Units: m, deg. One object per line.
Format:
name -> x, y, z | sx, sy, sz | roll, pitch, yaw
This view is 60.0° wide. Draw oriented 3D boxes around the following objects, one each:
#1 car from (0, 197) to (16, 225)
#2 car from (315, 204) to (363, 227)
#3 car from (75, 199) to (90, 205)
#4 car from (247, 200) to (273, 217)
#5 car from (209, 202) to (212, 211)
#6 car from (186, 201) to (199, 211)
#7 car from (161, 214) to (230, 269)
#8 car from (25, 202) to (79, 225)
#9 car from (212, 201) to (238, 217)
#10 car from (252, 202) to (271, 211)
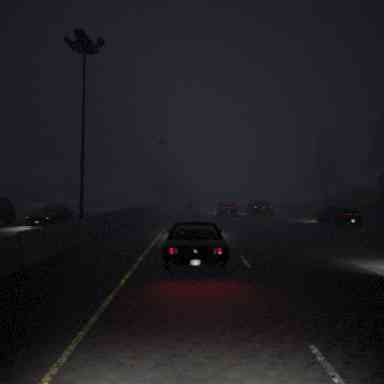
car -> -14.104, 1.340, 22.374 | 2.150, 2.045, 5.566 | 0, -1, 0
car -> 10.595, 1.646, 24.282 | 1.837, 1.490, 4.892 | 0, 0, 0
car -> -21.012, 1.940, 63.881 | 2.097, 1.767, 4.553 | 0, -2, 0
car -> 7.094, 1.629, 35.137 | 2.097, 1.767, 4.553 | 0, -1, 0
car -> 3.591, 2.001, 49.065 | 1.882, 1.535, 5.008 | 0, -1, 0
car -> 0.091, 2.091, 51.138 | 1.812, 1.442, 4.674 | 0, -1, 0
car -> 0.096, 1.637, 11.227 | 1.895, 1.301, 4.718 | 0, 0, 0
car -> -10.606, 1.698, 25.367 | 2.033, 1.411, 5.357 | 0, -1, 0
car -> 3.593, 1.761, 34.633 | 2.128, 1.511, 4.902 | 0, -1, 0
car -> 10.590, 2.166, 51.089 | 1.895, 1.301, 4.718 | 0, -1, 0
